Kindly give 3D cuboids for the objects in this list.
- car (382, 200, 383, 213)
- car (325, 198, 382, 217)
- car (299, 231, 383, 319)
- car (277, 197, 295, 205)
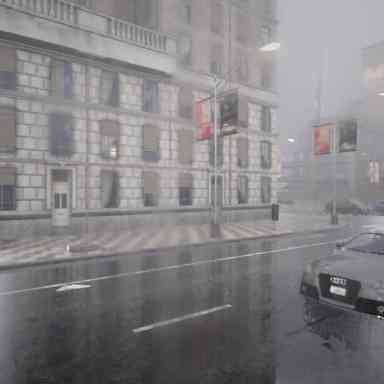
[{"bbox_3d":[19.457,1.525,32.946,1.812,1.442,4.674,0,0,-39],"label":"car"},{"bbox_3d":[15.023,1.351,31.730,2.097,1.767,4.553,0,0,-27],"label":"car"},{"bbox_3d":[4.195,1.564,7.069,4.181,1.385,1.994,0,0,-36],"label":"car"},{"bbox_3d":[15.368,1.601,57.889,1.895,1.301,4.718,0,0,-37],"label":"car"}]
